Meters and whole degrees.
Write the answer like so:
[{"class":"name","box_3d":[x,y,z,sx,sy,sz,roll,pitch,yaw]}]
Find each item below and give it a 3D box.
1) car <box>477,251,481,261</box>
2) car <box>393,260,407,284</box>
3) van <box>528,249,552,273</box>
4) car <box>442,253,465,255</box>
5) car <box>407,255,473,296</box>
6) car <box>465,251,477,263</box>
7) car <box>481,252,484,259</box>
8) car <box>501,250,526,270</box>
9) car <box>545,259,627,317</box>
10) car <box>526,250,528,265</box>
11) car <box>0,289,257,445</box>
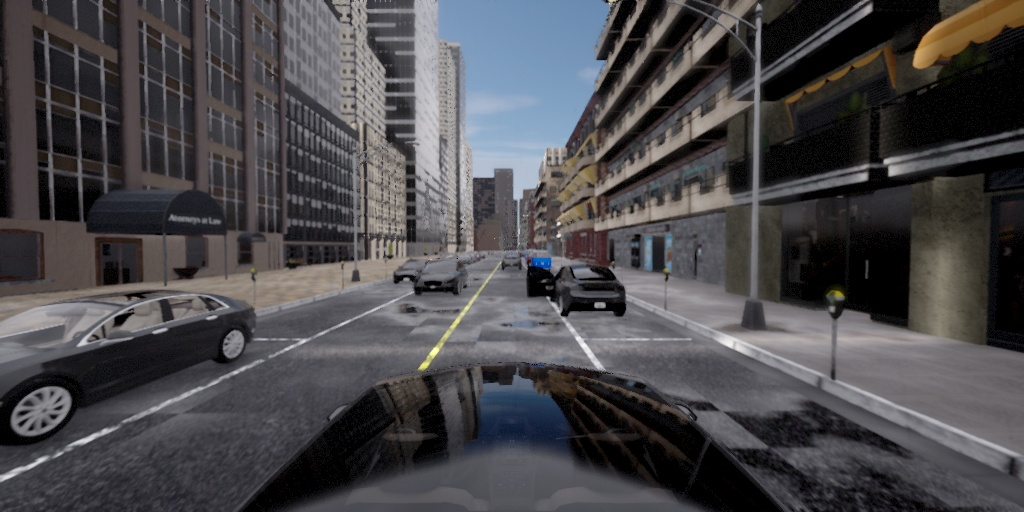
[{"class":"car","box_3d":[-5.775,0.209,49.240,2.007,1.370,4.403,0,0,0]},{"class":"car","box_3d":[-5.726,0.851,21.634,1.948,1.339,4.313,0,0,0]},{"class":"van","box_3d":[2.635,0.372,32.690,1.690,1.789,3.998,0,0,0]},{"class":"car","box_3d":[-5.746,0.472,32.677,1.967,1.591,4.097,0,0,0]},{"class":"car","box_3d":[-3.126,0.907,16.553,1.837,1.490,4.892,0,1,0]},{"class":"car","box_3d":[-5.765,0.333,43.718,2.007,1.370,4.403,0,0,0]},{"class":"car","box_3d":[-5.784,-0.025,54.762,1.967,1.591,4.097,0,0,0]},{"class":"car","box_3d":[-0.013,0.488,34.156,2.128,1.511,4.902,0,1,1]},{"class":"car","box_3d":[2.337,1.014,11.963,1.837,1.490,4.892,0,1,0]},{"class":"car","box_3d":[2.616,0.327,43.733,1.888,1.381,4.507,0,0,0]},{"class":"car","box_3d":[-5.697,1.222,5.070,2.007,1.370,4.403,0,0,0]}]
